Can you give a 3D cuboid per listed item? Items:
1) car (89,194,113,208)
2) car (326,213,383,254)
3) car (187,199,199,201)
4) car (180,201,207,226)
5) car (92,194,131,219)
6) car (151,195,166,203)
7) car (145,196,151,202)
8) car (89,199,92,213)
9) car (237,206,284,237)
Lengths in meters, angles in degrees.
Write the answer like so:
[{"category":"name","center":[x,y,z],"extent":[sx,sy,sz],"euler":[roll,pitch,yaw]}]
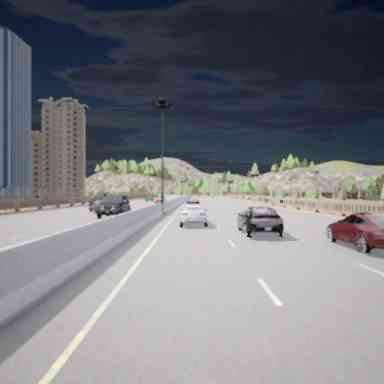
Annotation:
[{"category":"car","center":[-14.032,1.345,51.455],"extent":[2.150,2.045,5.566],"euler":[0,0,1]},{"category":"car","center":[7.107,1.558,13.468],"extent":[1.812,1.442,4.674],"euler":[0,0,0]},{"category":"car","center":[0.120,1.592,41.487],"extent":[2.128,1.511,4.902],"euler":[0,0,0]},{"category":"car","center":[0.112,1.583,23.558],"extent":[1.812,1.442,4.674],"euler":[0,0,0]},{"category":"car","center":[-7.080,1.296,30.535],"extent":[2.150,2.045,5.566],"euler":[0,0,0]},{"category":"car","center":[-6.813,1.527,71.246],"extent":[2.097,1.767,4.553],"euler":[0,0,1]},{"category":"car","center":[-10.062,1.676,80.019],"extent":[1.837,1.490,4.892],"euler":[0,0,2]},{"category":"car","center":[-10.571,1.620,38.784],"extent":[1.812,1.442,4.674],"euler":[0,0,0]},{"category":"car","center":[3.610,1.536,18.156],"extent":[2.128,1.511,4.902],"euler":[0,0,0]}]
